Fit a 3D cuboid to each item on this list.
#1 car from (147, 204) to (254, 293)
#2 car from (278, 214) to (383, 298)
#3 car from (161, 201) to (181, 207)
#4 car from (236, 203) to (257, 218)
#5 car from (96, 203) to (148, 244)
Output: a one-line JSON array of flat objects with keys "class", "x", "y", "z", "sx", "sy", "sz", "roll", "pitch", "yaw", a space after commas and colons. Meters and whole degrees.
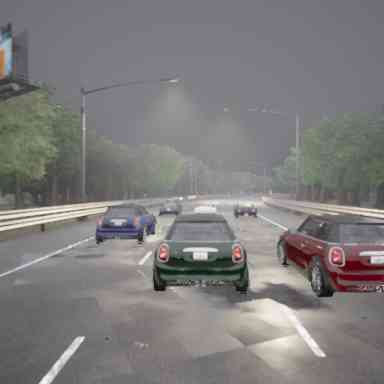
[{"class": "car", "x": 0.228, "y": 1.361, "z": 9.085, "sx": 2.097, "sy": 1.767, "sz": 4.553, "roll": 0, "pitch": 0, "yaw": 1}, {"class": "car", "x": 3.717, "y": 1.361, "z": 8.664, "sx": 2.097, "sy": 1.767, "sz": 4.553, "roll": 0, "pitch": 0, "yaw": 1}, {"class": "car", "x": -1.997, "y": 1.607, "z": 33.027, "sx": 1.994, "sy": 1.385, "sz": 4.181, "roll": 0, "pitch": 0, "yaw": 5}, {"class": "car", "x": 4.821, "y": 1.641, "z": 30.638, "sx": 1.895, "sy": 1.301, "sz": 4.718, "roll": 0, "pitch": 0, "yaw": 4}, {"class": "car", "x": -3.030, "y": 1.371, "z": 16.178, "sx": 2.097, "sy": 1.767, "sz": 4.553, "roll": 0, "pitch": 0, "yaw": 2}]
